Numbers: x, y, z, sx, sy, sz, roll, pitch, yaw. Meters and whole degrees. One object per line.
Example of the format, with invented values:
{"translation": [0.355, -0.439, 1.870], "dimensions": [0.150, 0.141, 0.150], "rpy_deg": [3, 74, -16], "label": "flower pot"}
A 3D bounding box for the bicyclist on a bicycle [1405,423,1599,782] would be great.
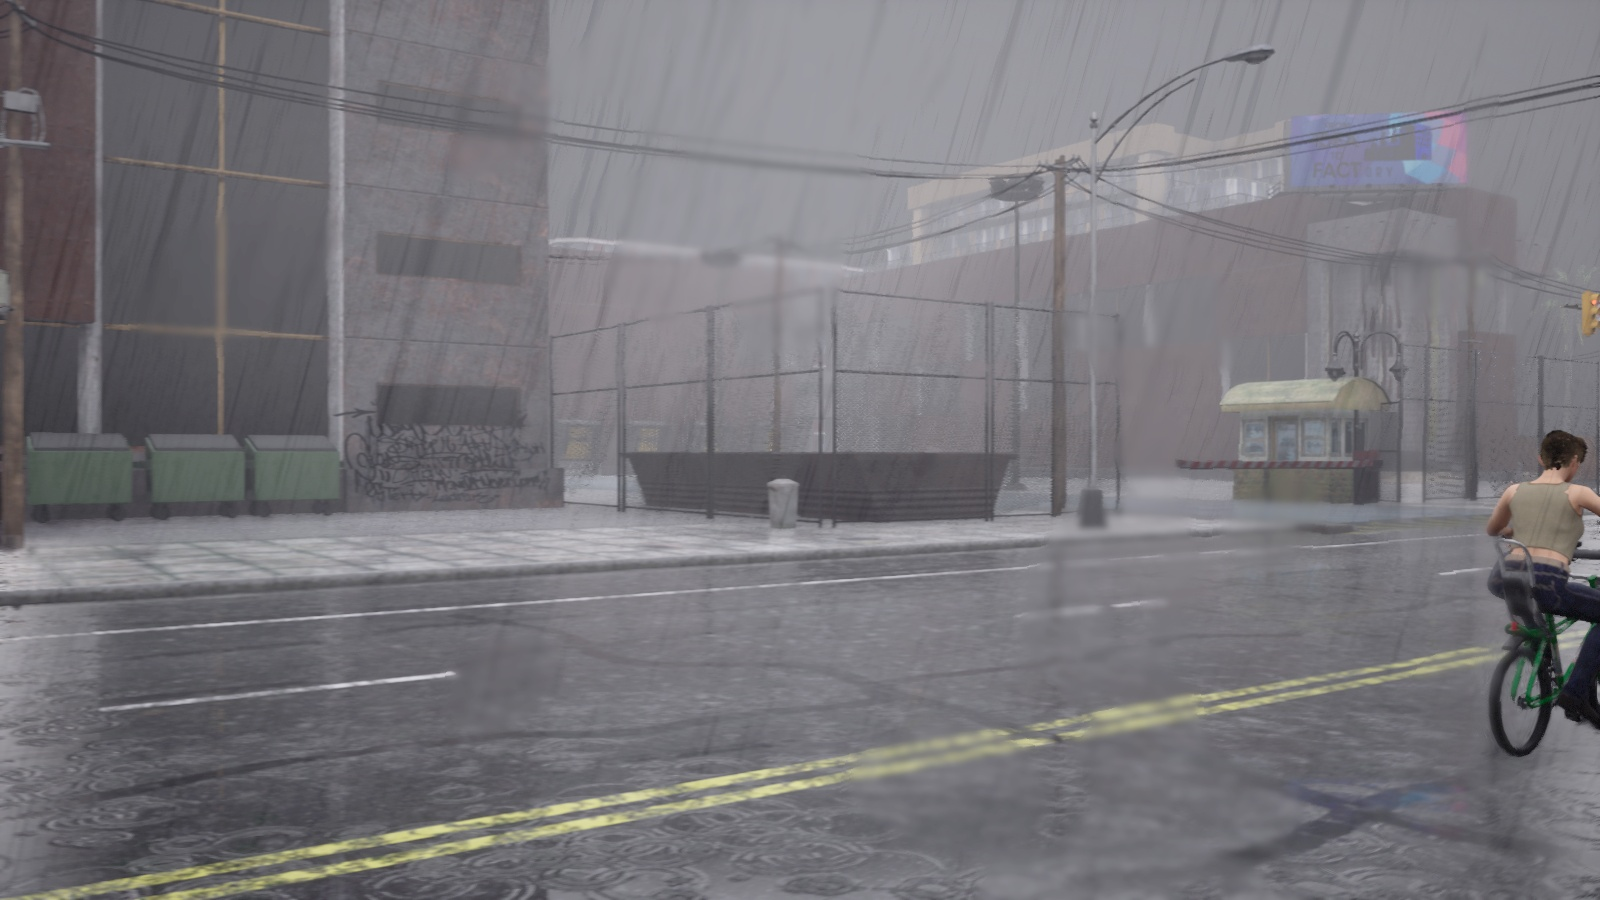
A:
{"translation": [3.933, 0.689, 6.424], "dimensions": [1.509, 1.612, 0.866], "rpy_deg": [0, 0, -34], "label": "bicyclist on a bicycle"}
